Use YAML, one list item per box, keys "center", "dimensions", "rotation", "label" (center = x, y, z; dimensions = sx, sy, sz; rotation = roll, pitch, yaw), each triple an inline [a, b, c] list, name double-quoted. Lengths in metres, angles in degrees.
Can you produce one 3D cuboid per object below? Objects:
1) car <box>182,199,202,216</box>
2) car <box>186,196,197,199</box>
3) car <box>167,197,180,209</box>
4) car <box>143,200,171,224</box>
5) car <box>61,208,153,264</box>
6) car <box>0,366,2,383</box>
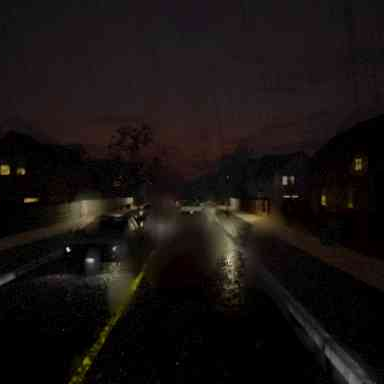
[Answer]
- center: [-0.015, 1.645, 33.181]
  dimensions: [1.895, 1.301, 4.718]
  rotation: [0, 0, 0]
  label: "car"
- center: [-0.081, 1.457, 46.129]
  dimensions: [2.097, 1.767, 4.553]
  rotation: [0, 0, -1]
  label: "car"
- center: [-2.901, 1.541, 48.839]
  dimensions: [2.097, 1.767, 4.553]
  rotation: [0, 0, -1]
  label: "car"
- center: [-2.847, 1.541, 24.882]
  dimensions: [1.812, 1.442, 4.674]
  rotation: [0, 0, 0]
  label: "car"
- center: [-2.854, 1.542, 12.024]
  dimensions: [2.033, 1.411, 5.357]
  rotation: [0, 0, 0]
  label: "car"
- center: [-2.858, 1.563, 1.570]
  dimensions: [1.994, 1.385, 4.181]
  rotation: [0, 0, 0]
  label: "car"
